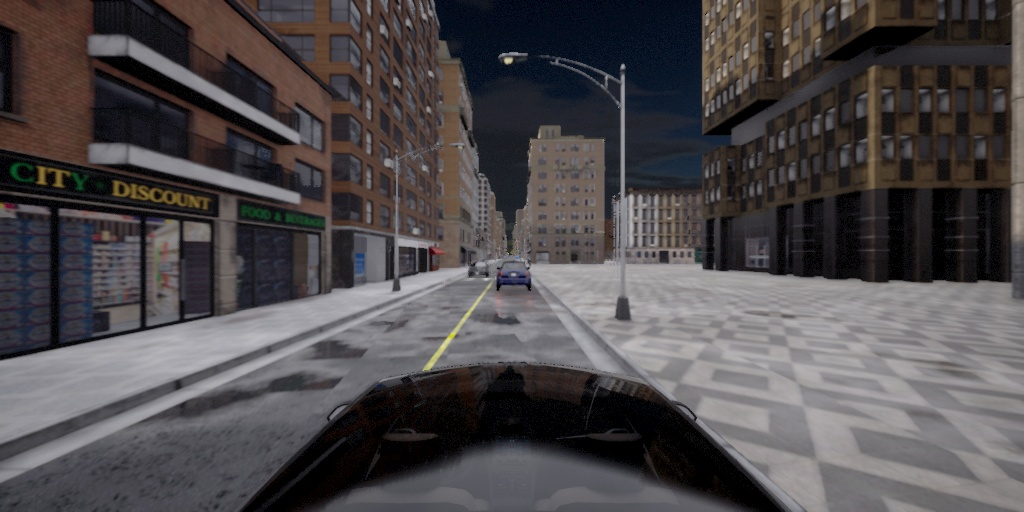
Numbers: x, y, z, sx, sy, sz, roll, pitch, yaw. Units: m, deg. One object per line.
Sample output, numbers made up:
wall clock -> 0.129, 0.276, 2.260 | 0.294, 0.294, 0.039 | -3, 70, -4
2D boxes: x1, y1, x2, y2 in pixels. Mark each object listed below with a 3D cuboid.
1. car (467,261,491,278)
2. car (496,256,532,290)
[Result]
car -> -3.090, 1.250, 34.141 | 1.812, 1.442, 4.674 | 0, 0, 0
car -> 0.097, 1.085, 22.619 | 2.097, 1.767, 4.553 | 0, 0, 0
